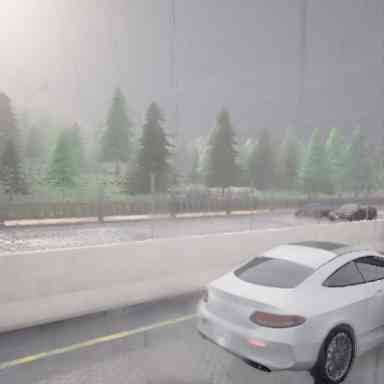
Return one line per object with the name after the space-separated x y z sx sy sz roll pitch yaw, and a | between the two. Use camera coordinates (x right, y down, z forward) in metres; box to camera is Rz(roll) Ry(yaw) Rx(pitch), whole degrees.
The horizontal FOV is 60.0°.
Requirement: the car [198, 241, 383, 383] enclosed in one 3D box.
2.240 1.534 5.330 4.674 1.442 1.812 0 0 -35 | car

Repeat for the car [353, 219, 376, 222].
12.483 1.573 25.647 4.674 1.442 1.812 0 0 -35 | car
